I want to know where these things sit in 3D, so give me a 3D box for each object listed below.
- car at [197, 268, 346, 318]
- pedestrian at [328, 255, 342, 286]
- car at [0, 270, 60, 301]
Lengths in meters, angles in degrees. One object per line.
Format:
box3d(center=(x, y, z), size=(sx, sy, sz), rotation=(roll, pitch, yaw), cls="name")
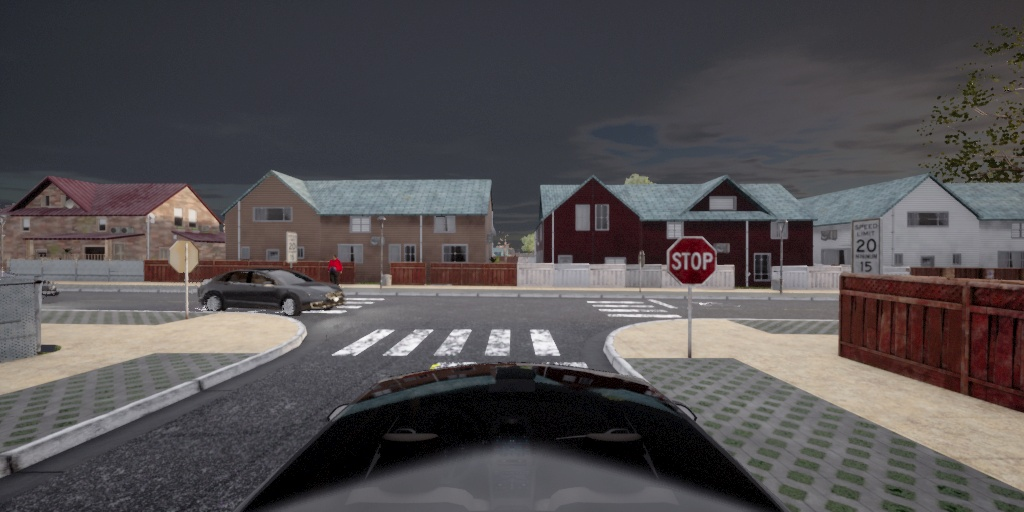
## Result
box3d(center=(-8.254, 1.188, 12.418), size=(4.892, 1.490, 1.837), rotation=(0, 0, 10), cls="car")
box3d(center=(-9.399, 0.803, 18.949), size=(0.375, 1.860, 0.375), rotation=(0, 0, 1), cls="pedestrian")
box3d(center=(-20.373, 1.107, 13.307), size=(5.357, 1.411, 2.033), rotation=(1, 0, 1), cls="car")
